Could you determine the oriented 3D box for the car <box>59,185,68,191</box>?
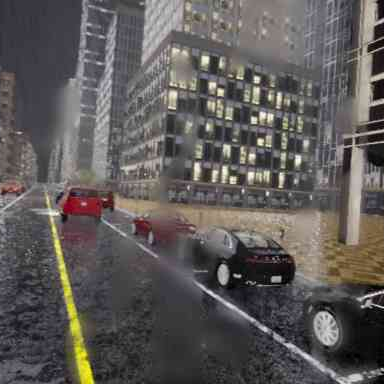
[{"bbox_3d":[-33.812,-1.161,87.328,1.887,1.381,4.507,6,0,-24],"label":"car"}]

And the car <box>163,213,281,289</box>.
[{"bbox_3d":[0.990,1.617,9.314,2.008,1.369,4.403,5,0,-24],"label":"car"}]

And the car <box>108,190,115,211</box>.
[{"bbox_3d":[-8.262,0.656,30.125,2.192,1.841,5.009,5,0,-24],"label":"car"}]

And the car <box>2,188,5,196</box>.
[{"bbox_3d":[-13.645,0.529,21.607,1.802,1.307,4.206,6,0,-24],"label":"car"}]

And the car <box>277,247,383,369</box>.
[{"bbox_3d":[3.308,1.796,4.113,2.008,1.369,4.403,5,0,-24],"label":"car"}]

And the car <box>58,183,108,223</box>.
[{"bbox_3d":[-6.945,0.673,20.666,2.150,2.045,5.566,4,0,-23],"label":"car"}]

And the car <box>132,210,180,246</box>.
[{"bbox_3d":[-1.328,1.431,14.517,1.887,1.381,4.507,5,0,-24],"label":"car"}]

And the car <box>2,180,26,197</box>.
[{"bbox_3d":[-22.895,-0.471,42.421,2.192,1.841,5.009,6,0,-24],"label":"car"}]

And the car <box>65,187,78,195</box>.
[{"bbox_3d":[-22.225,-0.187,61.319,1.802,1.307,4.206,6,0,-24],"label":"car"}]

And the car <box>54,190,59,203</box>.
[{"bbox_3d":[-13.584,0.438,35.536,1.837,1.490,4.892,4,1,-24],"label":"car"}]

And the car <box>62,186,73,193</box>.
[{"bbox_3d":[-26.860,-0.576,71.723,1.947,1.339,4.313,6,0,-24],"label":"car"}]

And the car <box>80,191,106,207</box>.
[{"bbox_3d":[-10.602,0.708,35.325,2.008,1.369,4.403,5,0,-24],"label":"car"}]

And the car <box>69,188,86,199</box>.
[{"bbox_3d":[-17.580,0.169,50.920,1.947,1.339,4.313,6,0,-24],"label":"car"}]

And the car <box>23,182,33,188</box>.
[{"bbox_3d":[-41.464,-1.714,84.036,1.947,1.339,4.313,6,0,-24],"label":"car"}]

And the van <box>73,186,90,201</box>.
[{"bbox_3d":[-15.210,0.132,45.734,1.690,1.788,3.998,6,0,-24],"label":"van"}]

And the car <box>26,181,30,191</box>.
[{"bbox_3d":[-27.531,-0.840,52.824,2.192,1.841,5.009,6,0,-24],"label":"car"}]
